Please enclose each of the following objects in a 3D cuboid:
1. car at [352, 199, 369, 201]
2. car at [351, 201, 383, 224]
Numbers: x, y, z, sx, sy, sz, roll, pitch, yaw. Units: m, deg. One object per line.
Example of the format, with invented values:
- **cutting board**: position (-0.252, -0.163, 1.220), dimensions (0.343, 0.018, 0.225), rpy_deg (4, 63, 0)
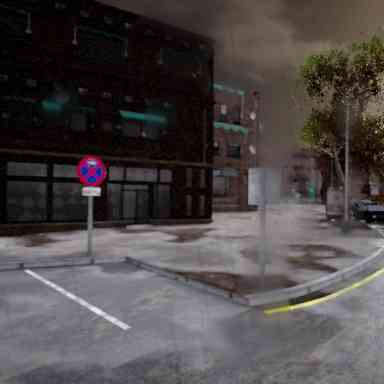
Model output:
- **car**: position (18.460, 1.562, 36.579), dimensions (2.128, 1.511, 4.902), rpy_deg (1, 1, 2)
- **car**: position (14.755, 1.741, 27.093), dimensions (2.033, 1.411, 5.357), rpy_deg (1, 1, 11)
